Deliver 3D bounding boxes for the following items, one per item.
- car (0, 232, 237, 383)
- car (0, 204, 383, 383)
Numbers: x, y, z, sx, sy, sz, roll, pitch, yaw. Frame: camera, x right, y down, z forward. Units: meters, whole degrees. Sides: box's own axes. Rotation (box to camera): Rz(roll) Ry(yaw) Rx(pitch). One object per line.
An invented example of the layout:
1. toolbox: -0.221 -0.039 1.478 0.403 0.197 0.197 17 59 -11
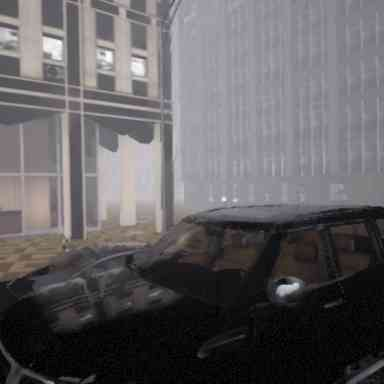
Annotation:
1. car: -1.530 1.559 5.442 4.313 1.339 1.947 0 -1 -35
2. car: 0.761 1.211 3.919 5.566 2.045 2.150 0 0 -35
